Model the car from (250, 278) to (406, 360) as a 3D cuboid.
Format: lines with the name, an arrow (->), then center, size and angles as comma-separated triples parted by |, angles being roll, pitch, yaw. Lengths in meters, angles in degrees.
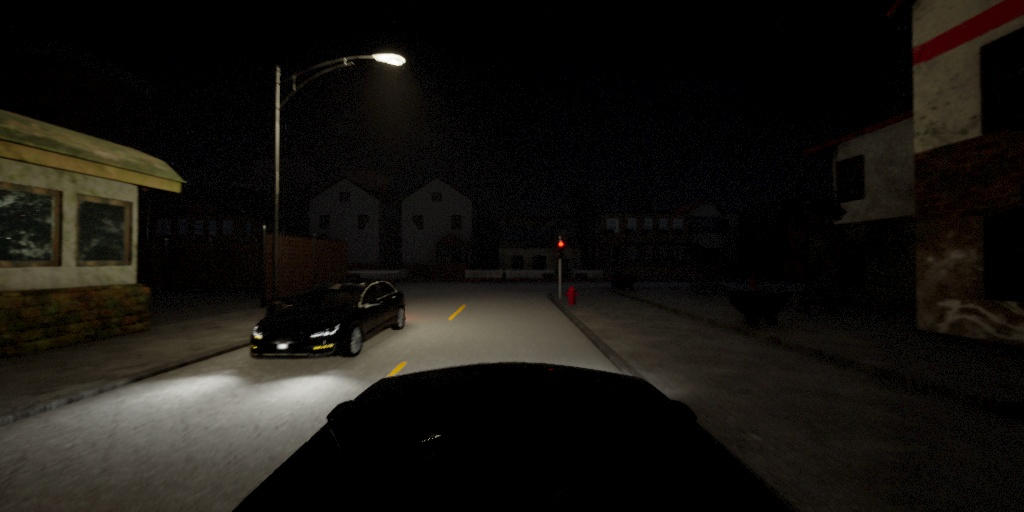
car -> -4.084, 1.352, 8.859 | 1.837, 1.490, 4.892 | 0, 0, 1
